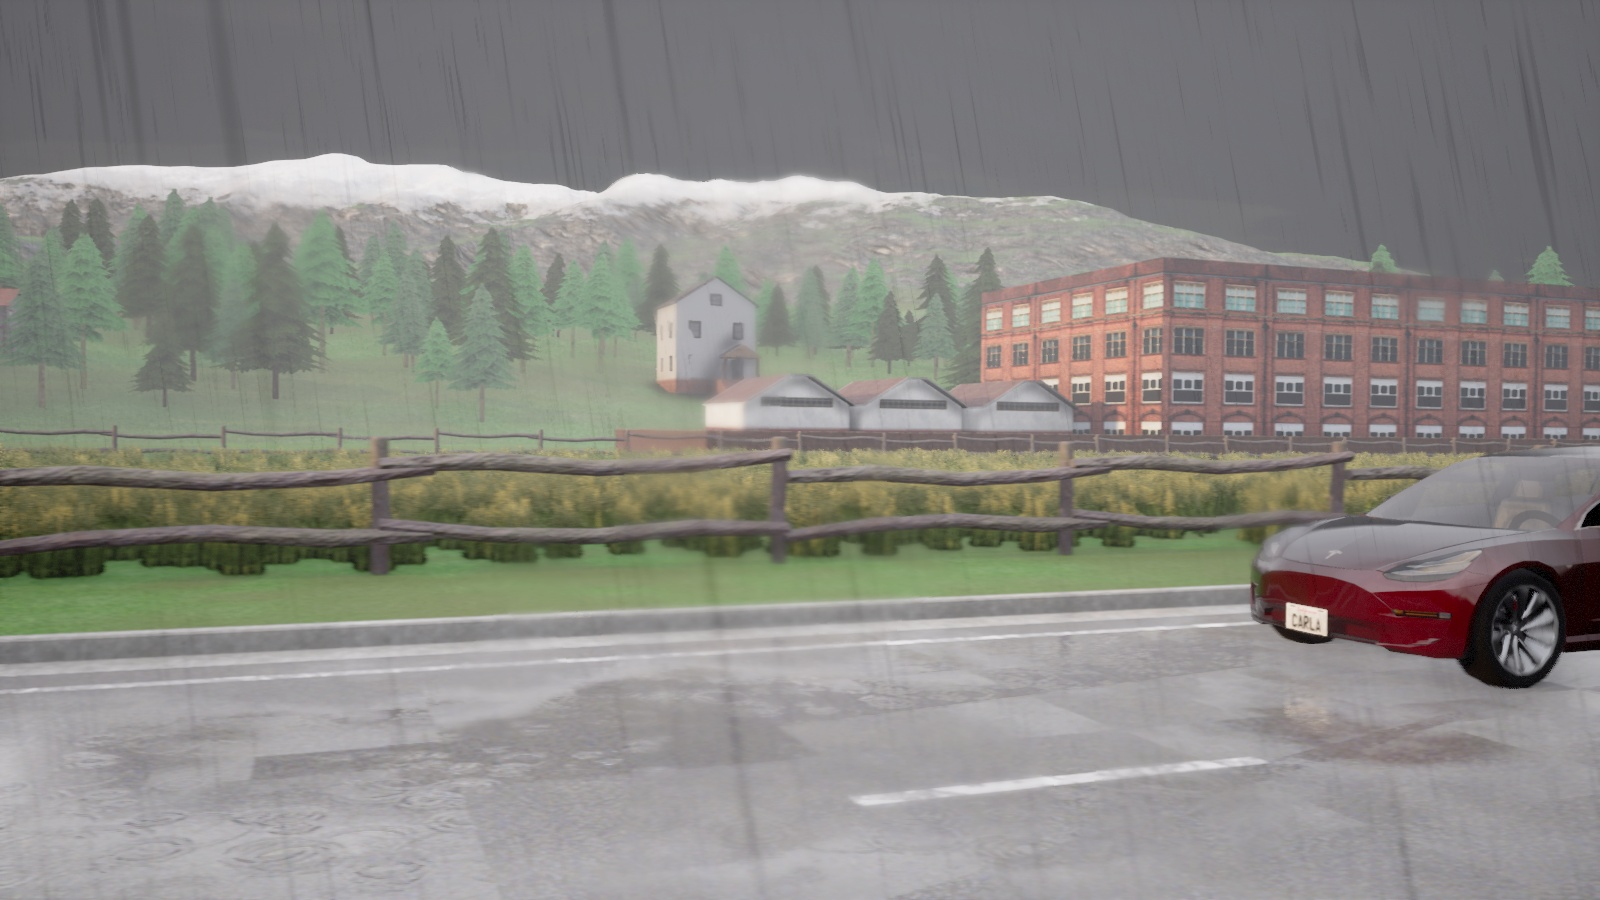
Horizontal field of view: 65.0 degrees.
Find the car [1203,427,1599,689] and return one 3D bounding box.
[{"bbox_3d":[5.607,0.589,9.112,4.792,1.488,2.163,-1,1,-21],"label":"car"}]
